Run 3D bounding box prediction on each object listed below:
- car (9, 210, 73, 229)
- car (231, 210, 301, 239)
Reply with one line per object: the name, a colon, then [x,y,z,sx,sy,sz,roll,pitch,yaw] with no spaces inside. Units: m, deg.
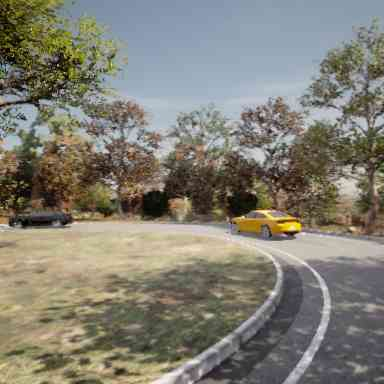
car: [-12.666,2.258,28.006,5.008,1.535,1.882,-1,-2,-6]
car: [4.240,1.838,20.029,1.882,1.535,5.008,1,-2,-27]
